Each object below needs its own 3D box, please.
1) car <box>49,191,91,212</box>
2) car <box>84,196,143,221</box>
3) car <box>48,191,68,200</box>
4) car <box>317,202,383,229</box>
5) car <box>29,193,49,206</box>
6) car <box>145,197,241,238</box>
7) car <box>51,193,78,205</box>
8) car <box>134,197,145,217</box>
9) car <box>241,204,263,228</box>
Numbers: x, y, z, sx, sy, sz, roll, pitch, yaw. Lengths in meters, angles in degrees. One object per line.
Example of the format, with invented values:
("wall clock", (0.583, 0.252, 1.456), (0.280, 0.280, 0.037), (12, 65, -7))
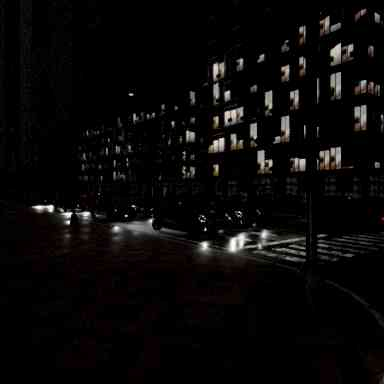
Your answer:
("car", (-11.399, 0.943, 30.807), (1.837, 1.490, 4.892), (0, 1, -38))
("car", (-5.673, 1.208, 23.539), (1.895, 1.301, 4.718), (0, 1, -38))
("car", (-22.592, 0.540, 55.880), (1.895, 1.301, 4.718), (0, 1, -38))
("car", (9.435, 1.337, 20.343), (1.812, 1.442, 4.674), (-1, 1, -40))
("car", (-17.600, 0.817, 38.745), (1.994, 1.385, 4.181), (0, 1, -37))
("car", (-0.095, 1.124, 16.481), (2.097, 1.767, 4.553), (0, 1, -38))
("car", (-16.331, 0.812, 42.405), (1.895, 1.301, 4.718), (0, 1, -38))
("car", (-3.986, 1.126, 26.646), (2.033, 1.411, 5.357), (0, 1, -38))
("car", (1.891, 1.104, 19.212), (2.097, 1.767, 4.553), (0, 1, -38))
